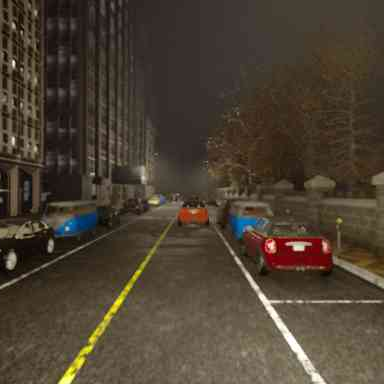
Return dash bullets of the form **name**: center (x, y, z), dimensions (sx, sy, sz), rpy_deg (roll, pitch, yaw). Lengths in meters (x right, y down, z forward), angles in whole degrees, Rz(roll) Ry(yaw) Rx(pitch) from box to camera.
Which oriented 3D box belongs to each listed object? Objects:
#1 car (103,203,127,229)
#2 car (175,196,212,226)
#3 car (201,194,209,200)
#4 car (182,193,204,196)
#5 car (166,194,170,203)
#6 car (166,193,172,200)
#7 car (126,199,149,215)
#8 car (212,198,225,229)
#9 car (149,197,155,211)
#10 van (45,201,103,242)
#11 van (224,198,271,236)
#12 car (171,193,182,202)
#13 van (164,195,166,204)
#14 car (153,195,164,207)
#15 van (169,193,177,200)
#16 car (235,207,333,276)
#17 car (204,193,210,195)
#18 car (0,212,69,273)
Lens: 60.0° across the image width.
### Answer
- **car**: center (-5.821, 1.567, 21.720), dimensions (1.947, 1.339, 4.313), rpy_deg (0, 0, 0)
- **car**: center (0.109, 1.351, 23.800), dimensions (2.097, 1.767, 4.553), rpy_deg (0, 0, 0)
- **car**: center (3.403, 1.337, 87.365), dimensions (1.967, 1.590, 4.097), rpy_deg (1, 0, 2)
- **car**: center (0.115, 1.339, 40.982), dimensions (2.097, 1.767, 4.553), rpy_deg (0, 0, 0)
- **car**: center (-5.631, 1.526, 60.624), dimensions (1.947, 1.339, 4.313), rpy_deg (1, 0, 1)
- **car**: center (-5.265, 1.243, 76.692), dimensions (2.192, 1.841, 5.009), rpy_deg (1, 0, 2)
- **car**: center (-5.816, 1.435, 32.841), dimensions (1.967, 1.590, 4.097), rpy_deg (0, 0, 0)
- **car**: center (2.705, 1.316, 21.450), dimensions (2.192, 1.841, 5.009), rpy_deg (0, 0, 0)
- **car**: center (-5.815, 1.556, 38.401), dimensions (1.947, 1.339, 4.313), rpy_deg (0, 0, 0)
- **van**: center (-5.821, 1.344, 16.159), dimensions (1.690, 1.788, 3.998), rpy_deg (0, 0, 0)
- **van**: center (2.703, 1.344, 15.890), dimensions (1.690, 1.788, 3.998), rpy_deg (0, 0, 0)
- **car**: center (-2.706, 1.429, 72.099), dimensions (2.128, 1.511, 4.902), rpy_deg (0, 0, 2)
- **van**: center (-5.662, 1.310, 55.081), dimensions (1.690, 1.788, 3.998), rpy_deg (0, 0, 0)
- **car**: center (-5.675, 1.502, 49.352), dimensions (1.752, 1.417, 4.829), rpy_deg (0, 0, 0)
- **van**: center (-4.972, 1.240, 87.637), dimensions (1.690, 1.788, 3.998), rpy_deg (1, 0, 2)
- **car**: center (2.700, 1.443, 10.331), dimensions (1.967, 1.590, 4.097), rpy_deg (0, 0, 0)
- **car**: center (2.965, 1.253, 70.936), dimensions (2.192, 1.841, 5.009), rpy_deg (1, 0, 2)
- **car**: center (-5.825, 1.554, 10.598), dimensions (2.008, 1.369, 4.403), rpy_deg (0, 0, 0)
